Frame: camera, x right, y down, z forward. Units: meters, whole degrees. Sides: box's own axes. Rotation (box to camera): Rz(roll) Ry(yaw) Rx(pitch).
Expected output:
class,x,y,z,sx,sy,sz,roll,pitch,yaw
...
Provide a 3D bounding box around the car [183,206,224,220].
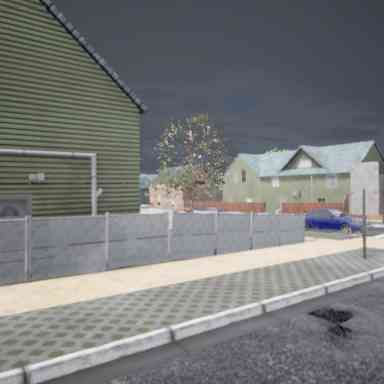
class,x,y,z,sx,sy,sz,roll,pitch,yaw
car,1.148,2.198,36.093,1.895,1.301,4.718,-1,-1,-36

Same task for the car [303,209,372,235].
class,x,y,z,sx,sy,sz,roll,pitch,yaw
car,8.588,1.768,20.601,1.812,1.442,4.674,-1,-1,-36

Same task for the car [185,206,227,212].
class,x,y,z,sx,sy,sz,roll,pitch,yaw
car,1.584,2.005,30.374,1.882,1.535,5.008,-1,-1,-35

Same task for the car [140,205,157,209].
class,x,y,z,sx,sy,sz,roll,pitch,yaw
car,-5.433,2.292,40.229,1.882,1.535,5.008,-1,-1,-35
